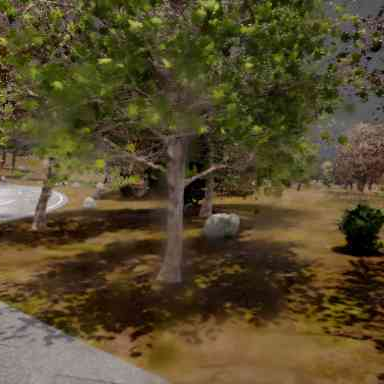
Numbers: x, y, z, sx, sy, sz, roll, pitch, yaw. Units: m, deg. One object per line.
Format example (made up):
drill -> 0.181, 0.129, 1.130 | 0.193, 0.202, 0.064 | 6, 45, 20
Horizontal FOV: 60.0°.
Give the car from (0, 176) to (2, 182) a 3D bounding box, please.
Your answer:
car -> -25.401, -1.902, 40.367 | 4.892, 1.490, 1.837 | 6, 2, 21
